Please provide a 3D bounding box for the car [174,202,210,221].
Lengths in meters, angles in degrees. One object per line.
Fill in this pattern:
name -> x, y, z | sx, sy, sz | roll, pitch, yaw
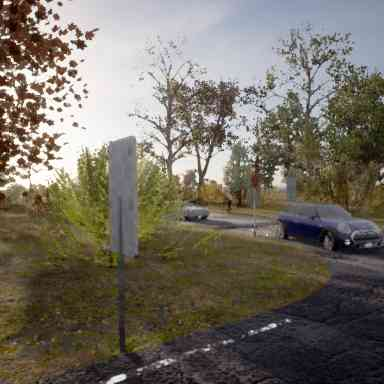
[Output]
car -> -0.729, 1.345, 24.595 | 1.895, 1.301, 4.718 | -1, 1, -35

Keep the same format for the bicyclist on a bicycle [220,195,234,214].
bicyclist on a bicycle -> 3.101, 1.099, 29.525 | 1.656, 1.620, 0.582 | 0, 1, -35

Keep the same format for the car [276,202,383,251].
car -> 5.557, 1.278, 13.995 | 2.097, 1.767, 4.553 | -1, 1, -20
